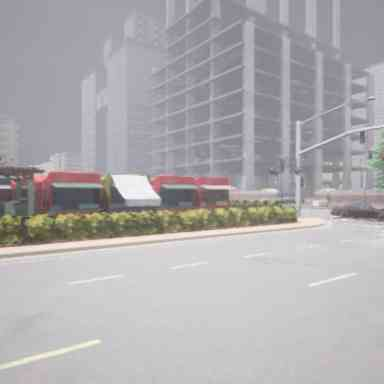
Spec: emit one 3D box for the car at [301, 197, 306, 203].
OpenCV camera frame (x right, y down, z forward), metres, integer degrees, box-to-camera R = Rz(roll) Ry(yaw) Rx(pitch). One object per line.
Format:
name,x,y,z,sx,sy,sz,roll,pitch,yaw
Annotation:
car,19.817,1.231,63.962,1.905,1.878,3.866,0,0,-36

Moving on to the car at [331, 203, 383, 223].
car,13.999,1.579,26.776,2.033,1.411,5.357,0,1,-36

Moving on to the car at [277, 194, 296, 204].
car,17.425,1.225,62.251,1.905,1.878,3.866,0,0,-36
